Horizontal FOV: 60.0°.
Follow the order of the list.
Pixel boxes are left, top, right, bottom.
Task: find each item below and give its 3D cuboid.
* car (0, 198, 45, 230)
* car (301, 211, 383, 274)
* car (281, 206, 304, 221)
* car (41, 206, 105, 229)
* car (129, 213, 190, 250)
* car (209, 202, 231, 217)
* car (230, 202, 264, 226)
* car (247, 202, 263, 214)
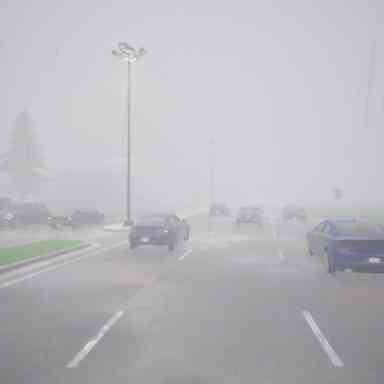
[{"bbox_3d":[-11.683,1.513,22.636,2.097,1.767,4.553,0,0,13],"label":"car"},{"bbox_3d":[4.998,1.576,10.764,1.882,1.535,5.008,0,0,10],"label":"car"},{"bbox_3d":[8.854,1.858,29.302,1.895,1.301,4.718,0,0,12],"label":"car"},{"bbox_3d":[-7.953,1.775,23.201,1.895,1.301,4.718,0,0,13],"label":"car"},{"bbox_3d":[-1.337,1.645,14.846,1.812,1.442,4.674,0,0,11],"label":"car"},{"bbox_3d":[3.028,1.800,35.430,1.837,1.490,4.892,0,0,12],"label":"car"},{"bbox_3d":[4.378,1.763,25.171,2.033,1.411,5.357,0,0,13],"label":"car"},{"bbox_3d":[8.013,1.959,41.865,1.895,1.301,4.718,0,0,12],"label":"car"}]
